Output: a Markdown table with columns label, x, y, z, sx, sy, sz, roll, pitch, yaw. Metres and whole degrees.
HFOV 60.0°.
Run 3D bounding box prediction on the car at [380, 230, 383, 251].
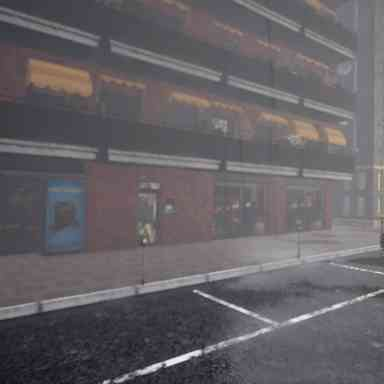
| label | x | y | z | sx | sy | sz | roll | pitch | yaw |
| --- | --- | --- | --- | --- | --- | --- | --- | --- | --- |
| car | 9.229 | 1.477 | 12.676 | 5.009 | 1.841 | 2.192 | 1 | 0 | -36 |
